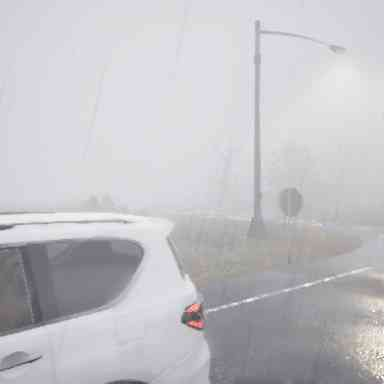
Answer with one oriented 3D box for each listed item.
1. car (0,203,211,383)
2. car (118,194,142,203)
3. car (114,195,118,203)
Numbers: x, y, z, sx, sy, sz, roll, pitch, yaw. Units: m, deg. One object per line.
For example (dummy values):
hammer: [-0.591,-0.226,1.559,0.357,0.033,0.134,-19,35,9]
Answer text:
car: [-2.439,1.224,2.149,5.566,2.045,2.150,0,0,-35]
car: [-10.564,1.178,57.923,2.097,1.767,4.553,0,0,-33]
car: [-13.787,1.307,62.665,2.128,1.511,4.902,0,0,-34]
